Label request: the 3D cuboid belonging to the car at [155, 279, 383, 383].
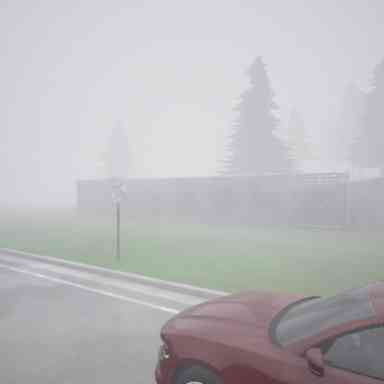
[{"bbox_3d":[1.935,1.478,2.638,5.008,1.535,1.882,0,0,35],"label":"car"}]
